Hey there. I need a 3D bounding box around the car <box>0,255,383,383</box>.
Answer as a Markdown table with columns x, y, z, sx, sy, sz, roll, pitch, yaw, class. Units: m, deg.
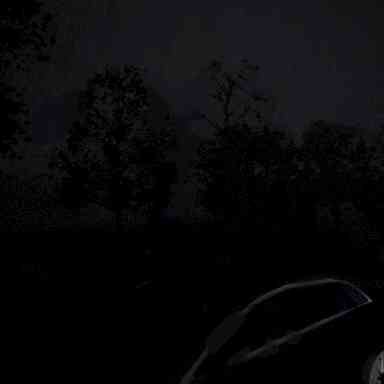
| x | y | z | sx | sy | sz | roll | pitch | yaw | class |
| --- | --- | --- | --- | --- | --- | --- | --- | --- | --- |
| 0.289 | 1.493 | 3.284 | 4.902 | 1.511 | 2.128 | 0 | 0 | -36 | car |
